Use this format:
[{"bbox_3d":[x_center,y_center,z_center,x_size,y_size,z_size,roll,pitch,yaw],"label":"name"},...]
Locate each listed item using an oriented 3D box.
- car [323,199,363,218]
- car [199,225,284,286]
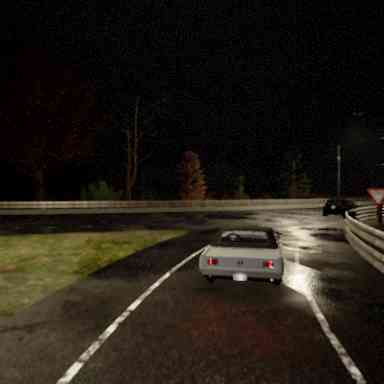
[{"bbox_3d":[13.716,1.385,30.160,4.553,1.767,2.097,0,0,-44],"label":"car"},{"bbox_3d":[1.580,1.603,9.541,1.895,1.301,4.718,0,0,13],"label":"car"}]
